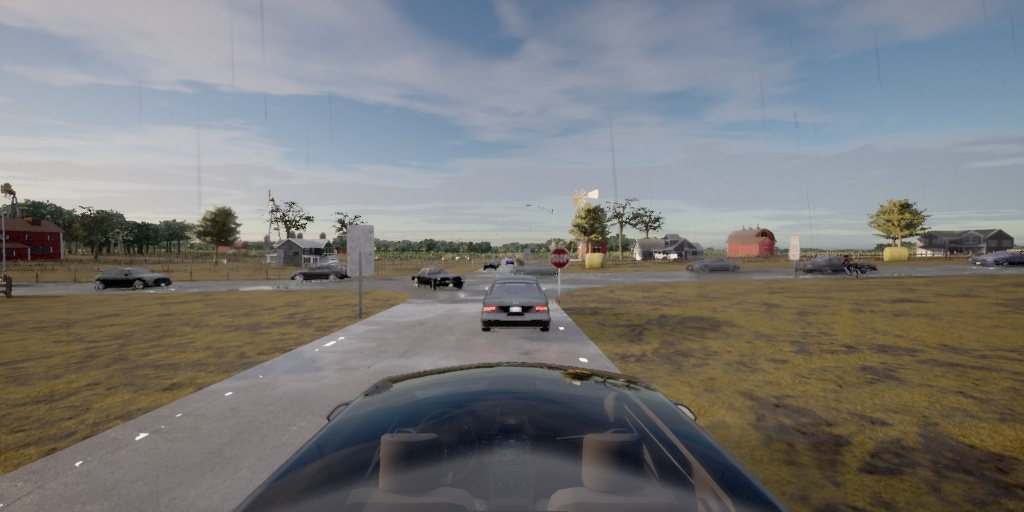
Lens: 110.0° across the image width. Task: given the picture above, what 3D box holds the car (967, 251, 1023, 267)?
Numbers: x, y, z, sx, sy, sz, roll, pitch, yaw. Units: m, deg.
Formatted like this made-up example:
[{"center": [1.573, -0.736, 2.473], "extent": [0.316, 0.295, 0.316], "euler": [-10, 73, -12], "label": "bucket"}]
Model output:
[{"center": [44.187, 0.220, 31.928], "extent": [5.357, 1.411, 2.033], "euler": [-1, 1, 0], "label": "car"}]

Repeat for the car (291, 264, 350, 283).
[{"center": [-16.969, 1.525, 31.858], "extent": [4.892, 1.490, 1.837], "euler": [-1, 2, -2], "label": "car"}]

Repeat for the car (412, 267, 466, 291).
[{"center": [-4.605, 1.367, 22.204], "extent": [1.895, 1.301, 4.718], "euler": [-1, 0, -32], "label": "car"}]

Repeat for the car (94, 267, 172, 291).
[{"center": [-29.597, 1.702, 28.078], "extent": [4.553, 1.767, 2.097], "euler": [-1, 1, 0], "label": "car"}]

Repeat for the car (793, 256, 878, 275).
[{"center": [25.338, 0.722, 28.213], "extent": [5.357, 1.411, 2.033], "euler": [-1, 1, 0], "label": "car"}]

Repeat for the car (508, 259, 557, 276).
[{"center": [1.929, 1.243, 31.881], "extent": [4.181, 1.385, 1.994], "euler": [-1, 0, 0], "label": "car"}]

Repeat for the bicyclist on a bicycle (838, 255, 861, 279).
[{"center": [22.825, 0.748, 24.313], "extent": [0.582, 1.620, 1.656], "euler": [-1, 0, 0], "label": "bicyclist on a bicycle"}]

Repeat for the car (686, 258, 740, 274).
[{"center": [17.806, 0.838, 31.896], "extent": [4.181, 1.385, 1.994], "euler": [-1, 1, 0], "label": "car"}]

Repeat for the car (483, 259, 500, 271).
[{"center": [-3.057, 1.372, 50.775], "extent": [1.895, 1.301, 4.718], "euler": [0, 0, -1], "label": "car"}]

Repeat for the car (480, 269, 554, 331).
[{"center": [0.101, 1.296, 10.904], "extent": [2.033, 1.411, 5.357], "euler": [0, 0, 0], "label": "car"}]
